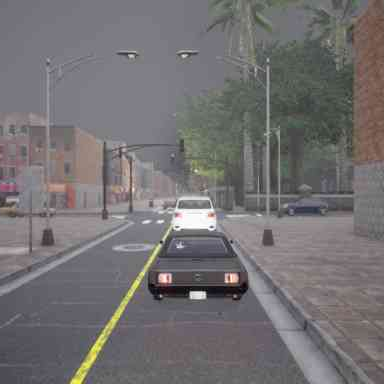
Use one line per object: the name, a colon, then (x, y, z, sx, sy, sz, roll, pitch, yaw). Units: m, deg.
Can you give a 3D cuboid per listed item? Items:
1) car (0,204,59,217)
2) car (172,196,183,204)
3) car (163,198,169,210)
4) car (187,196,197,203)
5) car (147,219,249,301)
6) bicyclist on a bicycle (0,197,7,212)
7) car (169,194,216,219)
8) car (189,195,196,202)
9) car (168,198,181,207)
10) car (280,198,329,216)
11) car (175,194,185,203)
car: (-14.404, 1.572, 29.641, 4.829, 1.417, 1.752, 0, 0, 0)
car: (-2.726, 1.539, 63.812, 1.882, 1.535, 5.008, 0, 0, 1)
car: (-2.791, 1.564, 44.523, 1.812, 1.442, 4.674, 0, 0, 0)
car: (0.093, 1.602, 74.388, 2.128, 1.511, 4.902, 0, 0, 0)
car: (0.111, 1.603, 8.307, 1.895, 1.301, 4.718, 0, 0, 0)
bicyclist on a bicycle: (-20.099, 1.373, 35.288, 0.582, 1.620, 1.656, 0, 0, 0)
car: (0.128, 1.230, 18.072, 2.150, 2.045, 5.566, 0, 0, 0)
car: (0.105, 1.609, 84.551, 1.837, 1.490, 4.892, 0, 0, 0)
car: (-2.774, 1.650, 53.699, 1.895, 1.301, 4.718, 0, 0, 0)
car: (10.766, 1.343, 32.361, 4.553, 1.767, 2.097, 0, 0, -1)
car: (-2.658, 1.405, 73.947, 2.097, 1.767, 4.553, 0, 0, 0)
